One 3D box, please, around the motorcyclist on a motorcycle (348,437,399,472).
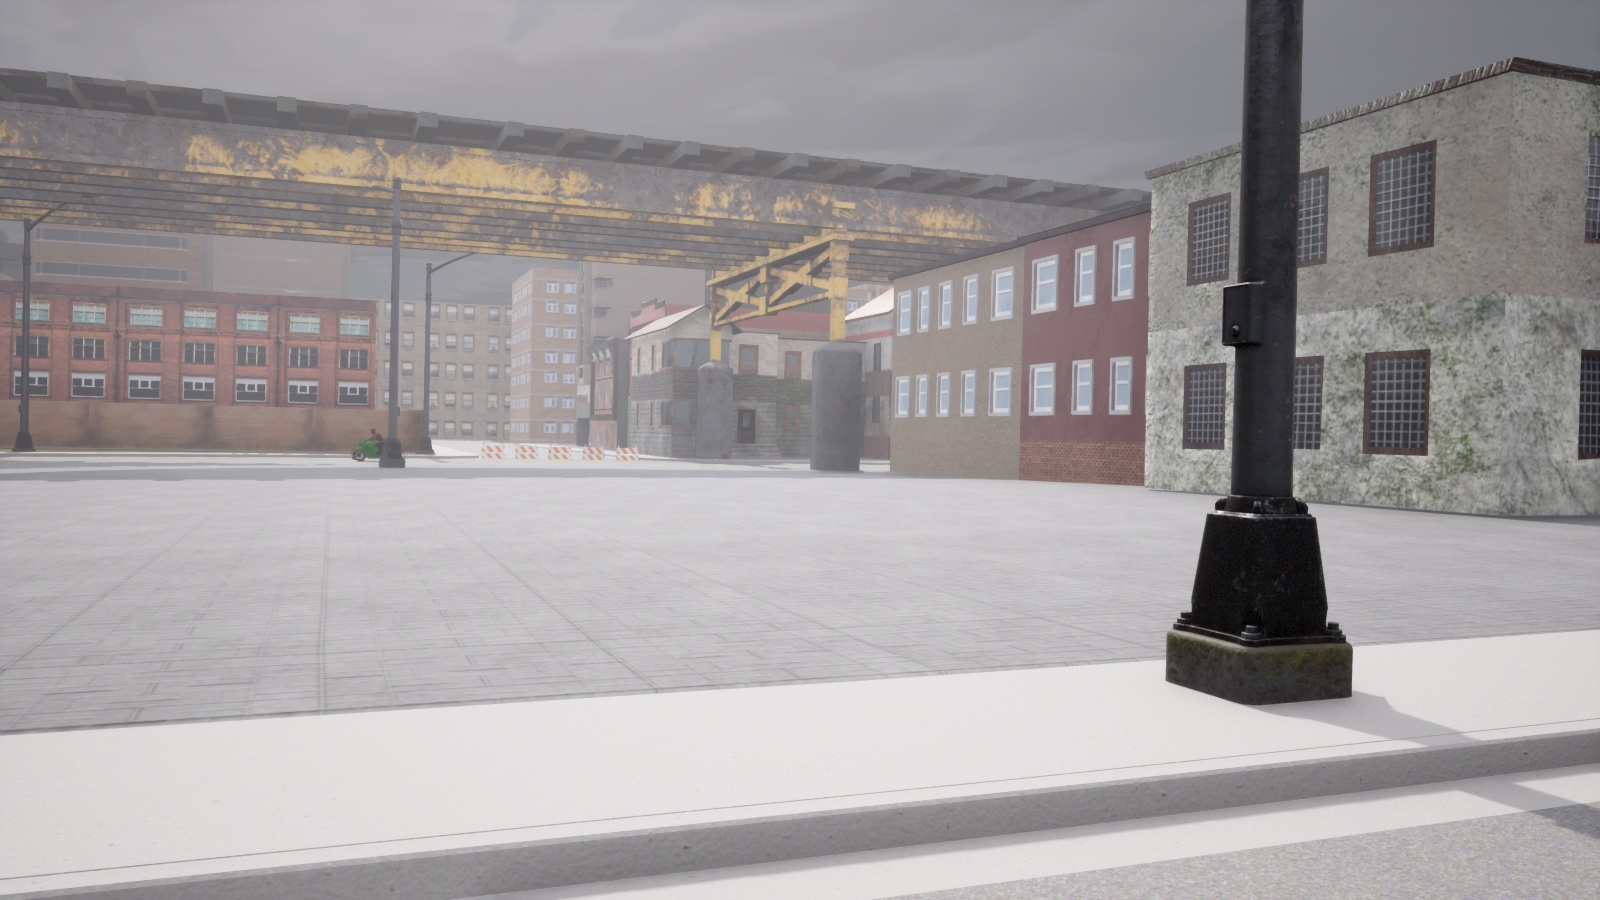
[{"bbox_3d":[-19.225,0.193,56.653,2.044,1.523,0.797,0,1,-31],"label":"motorcyclist on a motorcycle"}]
